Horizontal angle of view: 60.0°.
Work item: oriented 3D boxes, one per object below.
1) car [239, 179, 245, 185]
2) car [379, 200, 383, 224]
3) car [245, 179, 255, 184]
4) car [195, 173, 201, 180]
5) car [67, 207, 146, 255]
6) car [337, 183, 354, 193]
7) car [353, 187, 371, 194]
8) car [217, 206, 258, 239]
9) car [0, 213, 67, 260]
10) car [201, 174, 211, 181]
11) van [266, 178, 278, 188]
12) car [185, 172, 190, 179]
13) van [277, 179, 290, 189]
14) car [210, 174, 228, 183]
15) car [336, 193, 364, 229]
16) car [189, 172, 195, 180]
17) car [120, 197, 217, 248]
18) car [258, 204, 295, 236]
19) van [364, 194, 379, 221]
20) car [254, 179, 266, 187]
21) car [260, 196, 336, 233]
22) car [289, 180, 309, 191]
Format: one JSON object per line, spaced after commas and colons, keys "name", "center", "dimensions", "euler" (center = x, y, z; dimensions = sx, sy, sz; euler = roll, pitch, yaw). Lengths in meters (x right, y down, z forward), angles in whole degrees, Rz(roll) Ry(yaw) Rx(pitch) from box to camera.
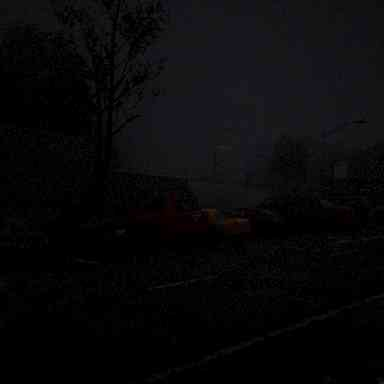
{"name": "car", "center": [12.438, -2.318, 76.048], "dimensions": [2.002, 1.452, 4.674], "euler": [7, 3, 35]}
{"name": "car", "center": [12.846, 1.403, 25.347], "dimensions": [4.553, 1.767, 2.185], "euler": [-1, -1, 36]}
{"name": "car", "center": [14.169, -2.045, 73.577], "dimensions": [2.002, 1.452, 4.674], "euler": [7, 4, 35]}
{"name": "car", "center": [3.746, -3.851, 88.324], "dimensions": [2.185, 1.767, 4.553], "euler": [6, 3, 34]}
{"name": "car", "center": [-4.470, 1.524, 13.346], "dimensions": [4.792, 1.488, 2.163], "euler": [-1, -1, 35]}
{"name": "car", "center": [26.192, -0.427, 56.249], "dimensions": [2.435, 2.045, 5.566], "euler": [7, 3, 35]}
{"name": "car", "center": [27.871, 0.135, 53.769], "dimensions": [2.002, 1.452, 4.674], "euler": [7, 3, 35]}
{"name": "car", "center": [0.311, 1.503, 16.896], "dimensions": [5.366, 1.575, 1.946], "euler": [-1, -1, 35]}
{"name": "car", "center": [-6.898, 1.493, 11.611], "dimensions": [4.892, 1.521, 2.231], "euler": [-1, -1, 35]}
{"name": "car", "center": [5.528, -3.700, 85.850], "dimensions": [2.435, 2.045, 5.566], "euler": [7, 4, 34]}
{"name": "van", "center": [17.551, -1.765, 68.510], "dimensions": [1.878, 1.987, 4.442], "euler": [7, 4, 35]}
{"name": "car", "center": [0.267, -4.363, 93.158], "dimensions": [2.435, 2.045, 5.566], "euler": [1, -1, 35]}
{"name": "van", "center": [19.268, -1.492, 66.030], "dimensions": [1.878, 1.987, 4.442], "euler": [7, 4, 35]}
{"name": "car", "center": [7.368, -3.177, 83.582], "dimensions": [1.946, 1.575, 5.366], "euler": [7, 3, 34]}
{"name": "car", "center": [7.883, 1.267, 21.950], "dimensions": [5.566, 2.045, 2.435], "euler": [-1, -1, 35]}
{"name": "car", "center": [2.027, -4.086, 90.803], "dimensions": [2.185, 1.767, 4.553], "euler": [4, 1, 34]}
{"name": "car", "center": [-2.017, 1.248, 15.079], "dimensions": [5.566, 2.045, 2.435], "euler": [-1, -1, 35]}
{"name": "car", "center": [2.926, 1.548, 18.511], "dimensions": [4.674, 1.452, 2.002], "euler": [-1, -1, 35]}
{"name": "van", "center": [10.429, 1.296, 23.608], "dimensions": [4.442, 1.987, 1.878], "euler": [-1, -1, 35]}
{"name": "car", "center": [15.989, -1.813, 71.248], "dimensions": [1.946, 1.575, 5.366], "euler": [7, 3, 35]}
{"name": "car", "center": [5.361, 1.262, 20.257], "dimensions": [5.566, 2.045, 2.435], "euler": [-1, -1, 35]}
{"name": "car", "center": [21.017, -0.993, 63.660], "dimensions": [2.231, 1.521, 4.892], "euler": [7, 3, 35]}
